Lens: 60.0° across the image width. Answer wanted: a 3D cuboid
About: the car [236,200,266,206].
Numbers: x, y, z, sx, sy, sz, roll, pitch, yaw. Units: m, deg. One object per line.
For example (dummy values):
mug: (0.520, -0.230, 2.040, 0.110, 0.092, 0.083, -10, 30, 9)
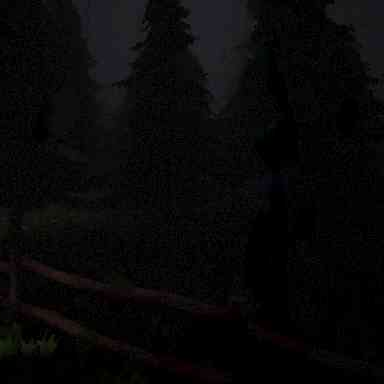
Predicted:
car: (7.021, 1.593, 38.883, 4.181, 1.385, 1.994, 0, 0, -6)
